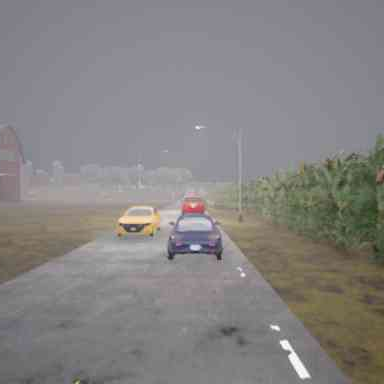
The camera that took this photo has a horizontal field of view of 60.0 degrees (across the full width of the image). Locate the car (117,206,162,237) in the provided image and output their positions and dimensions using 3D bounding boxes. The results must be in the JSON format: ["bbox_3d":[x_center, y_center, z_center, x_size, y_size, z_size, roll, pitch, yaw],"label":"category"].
[{"bbox_3d":[-2.813,1.540,18.511,1.882,1.535,5.008,0,-1,0],"label":"car"}]

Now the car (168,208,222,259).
[{"bbox_3d":[0.102,1.552,12.551,1.812,1.442,4.674,0,0,0],"label":"car"}]

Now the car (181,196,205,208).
[{"bbox_3d":[0.107,1.405,32.217,2.150,2.045,5.566,0,-1,0],"label":"car"}]
